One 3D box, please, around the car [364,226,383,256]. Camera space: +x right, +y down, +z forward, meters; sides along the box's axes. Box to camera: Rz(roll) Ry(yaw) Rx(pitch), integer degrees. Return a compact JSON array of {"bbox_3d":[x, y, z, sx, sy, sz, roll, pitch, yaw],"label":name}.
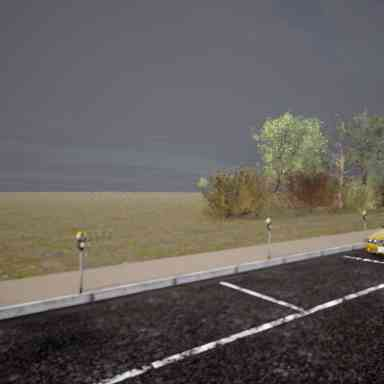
[{"bbox_3d":[7.913,1.469,11.732,4.829,1.417,1.752,0,1,-35],"label":"car"}]
